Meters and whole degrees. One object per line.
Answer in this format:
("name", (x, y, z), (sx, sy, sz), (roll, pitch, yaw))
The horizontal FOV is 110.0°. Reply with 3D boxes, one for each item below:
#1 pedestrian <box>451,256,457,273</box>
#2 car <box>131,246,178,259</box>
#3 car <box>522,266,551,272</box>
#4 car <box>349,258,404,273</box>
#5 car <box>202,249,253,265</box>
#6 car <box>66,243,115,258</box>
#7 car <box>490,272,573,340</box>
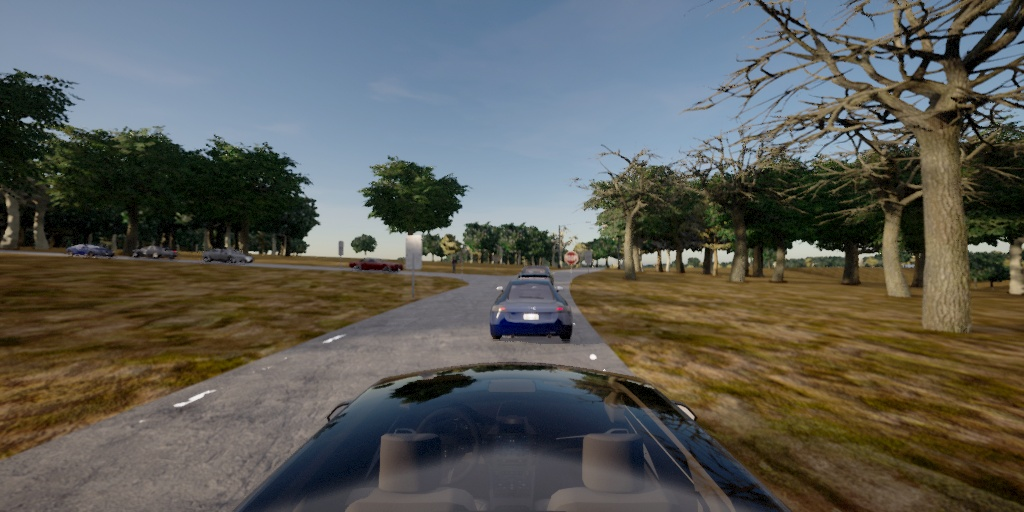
("pedestrian", (-6.293, 0.923, 38.887), (0.375, 1.860, 0.375), (0, -4, 10))
("car", (-41.654, -0.414, 41.782), (4.902, 1.511, 2.128), (2, -1, 10))
("car", (1.325, 1.280, 19.181), (2.128, 1.511, 4.902), (0, 0, 7))
("car", (-12.604, 0.855, 33.535), (4.718, 1.301, 1.895), (2, -1, 10))
("car", (-28.776, 0.067, 36.359), (4.902, 1.511, 2.128), (3, -1, 10))
("car", (-46.449, -0.594, 39.529), (4.674, 1.442, 1.812), (2, -1, 10))
("car", (0.505, 1.330, 10.008), (1.994, 1.385, 4.181), (0, 0, 2))
